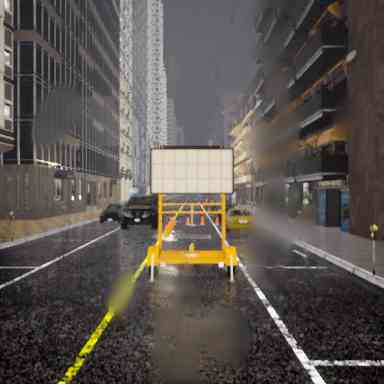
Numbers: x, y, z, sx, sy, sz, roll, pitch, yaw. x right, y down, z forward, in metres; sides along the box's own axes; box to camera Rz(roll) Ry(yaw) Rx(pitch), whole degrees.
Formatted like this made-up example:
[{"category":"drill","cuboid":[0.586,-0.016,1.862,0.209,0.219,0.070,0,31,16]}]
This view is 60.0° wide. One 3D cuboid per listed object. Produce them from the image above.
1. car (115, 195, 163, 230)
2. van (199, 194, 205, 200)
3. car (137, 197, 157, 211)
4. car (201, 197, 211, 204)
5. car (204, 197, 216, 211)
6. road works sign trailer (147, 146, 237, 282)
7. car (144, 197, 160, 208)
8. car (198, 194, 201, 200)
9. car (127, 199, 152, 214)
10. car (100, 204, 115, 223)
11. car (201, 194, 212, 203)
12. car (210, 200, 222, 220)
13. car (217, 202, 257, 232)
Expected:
[{"category":"car","cuboid":[-3.084,1.222,21.377,2.150,2.045,5.566,0,0,0]},{"category":"van","cuboid":[2.710,1.392,93.077,1.690,1.788,3.998,0,0,0]},{"category":"car","cuboid":[-5.681,1.448,42.242,1.967,1.590,4.097,0,0,0]},{"category":"car","cuboid":[2.704,1.604,64.834,1.802,1.307,4.206,0,0,0]},{"category":"car","cuboid":[2.699,1.556,36.591,2.008,1.369,4.403,0,0,0]},{"category":"road works sign trailer","cuboid":[0.002,0.464,9.708,2.380,3.560,2.880,0,0,0]},{"category":"car","cuboid":[-5.679,1.537,47.720,1.752,1.417,4.829,0,0,0]},{"category":"car","cuboid":[2.704,1.334,59.186,2.192,1.841,5.009,0,0,0]},{"category":"car","cuboid":[-5.681,1.556,36.592,2.008,1.369,4.403,0,0,0]},{"category":"car","cuboid":[-5.684,1.567,25.296,1.947,1.339,4.313,0,0,0]},{"category":"car","cuboid":[2.701,1.452,47.888,1.967,1.590,4.097,0,0,0]},{"category":"car","cuboid":[2.697,1.567,25.294,1.947,1.339,4.313,0,0,0]},{"category":"car","cuboid":[2.696,1.525,19.815,1.752,1.417,4.829,0,0,0]}]
